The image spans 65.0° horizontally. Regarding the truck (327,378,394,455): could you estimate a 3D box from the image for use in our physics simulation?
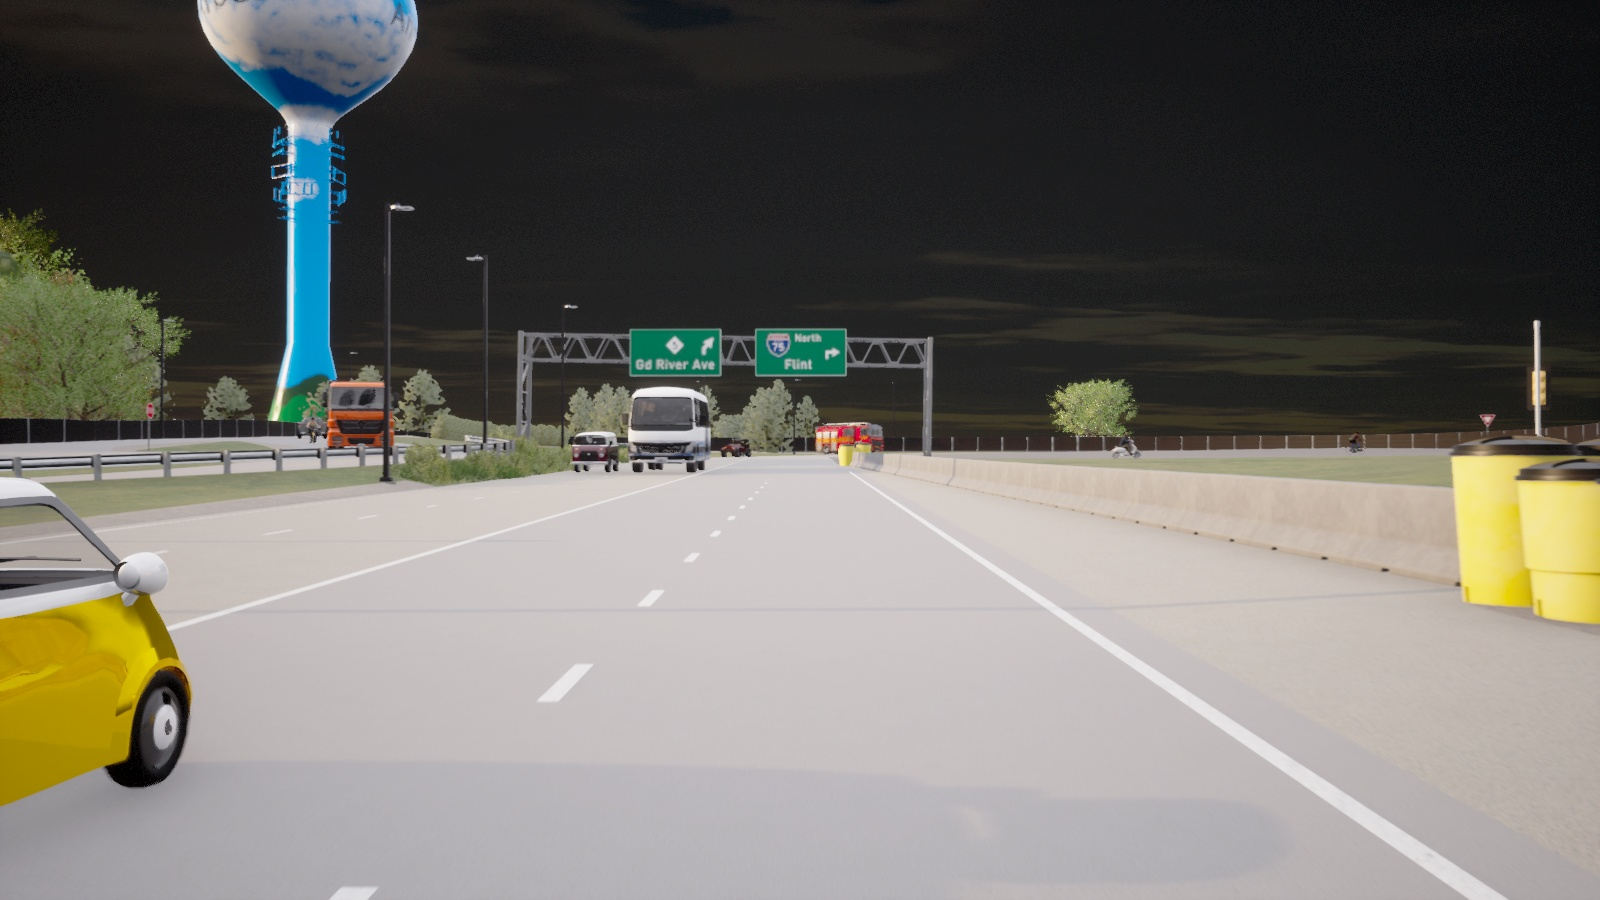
[{"bbox_3d":[-21.316,-1.653,60.754,2.891,3.462,7.936,0,2,-20],"label":"truck"}]

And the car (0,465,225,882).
[{"bbox_3d":[-3.457,0.773,4.813,1.481,1.376,2.207,0,1,0],"label":"car"}]

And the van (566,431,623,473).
[{"bbox_3d":[-10.128,0.079,62.293,2.069,2.038,4.480,0,0,0],"label":"van"}]

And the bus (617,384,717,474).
[{"bbox_3d":[-6.616,-1.026,64.287,3.944,4.253,10.273,0,0,0],"label":"bus"}]

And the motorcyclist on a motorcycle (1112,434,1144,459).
[{"bbox_3d":[20.586,-0.210,78.866,1.817,1.590,0.866,0,-1,5],"label":"motorcyclist on a motorcycle"}]
